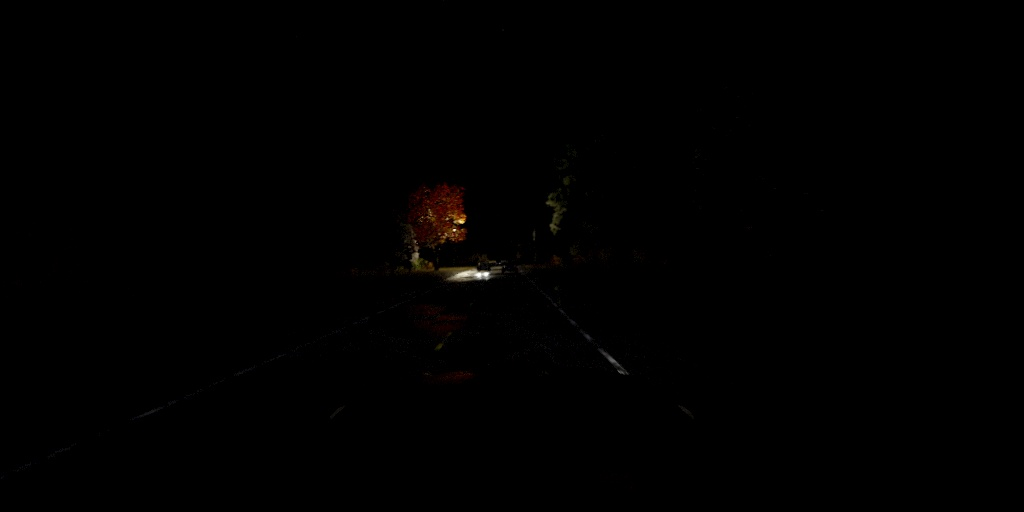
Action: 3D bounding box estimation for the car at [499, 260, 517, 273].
[{"bbox_3d":[-0.324,1.464,46.893,1.994,1.385,4.181,-2,0,-1],"label":"car"}]

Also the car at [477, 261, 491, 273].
[{"bbox_3d":[-4.045,1.560,52.341,2.128,1.511,4.902,-2,0,0],"label":"car"}]
